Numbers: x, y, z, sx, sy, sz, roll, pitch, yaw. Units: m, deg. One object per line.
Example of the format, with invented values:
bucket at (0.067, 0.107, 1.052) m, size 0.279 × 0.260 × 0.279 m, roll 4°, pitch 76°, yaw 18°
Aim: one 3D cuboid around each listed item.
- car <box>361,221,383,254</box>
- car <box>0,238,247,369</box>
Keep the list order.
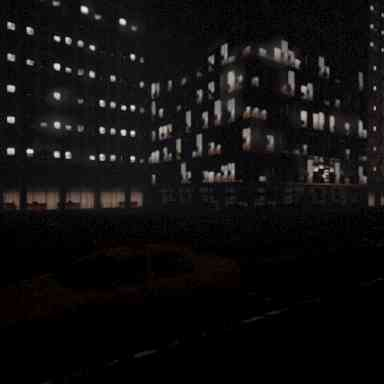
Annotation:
car at (7.948, 1.546, 12.231) m, size 4.403 × 1.369 × 2.008 m, roll 0°, pitch 0°, yaw -36°
car at (-1.198, 1.524, 5.705) m, size 4.829 × 1.417 × 1.752 m, roll 0°, pitch 0°, yaw -36°
